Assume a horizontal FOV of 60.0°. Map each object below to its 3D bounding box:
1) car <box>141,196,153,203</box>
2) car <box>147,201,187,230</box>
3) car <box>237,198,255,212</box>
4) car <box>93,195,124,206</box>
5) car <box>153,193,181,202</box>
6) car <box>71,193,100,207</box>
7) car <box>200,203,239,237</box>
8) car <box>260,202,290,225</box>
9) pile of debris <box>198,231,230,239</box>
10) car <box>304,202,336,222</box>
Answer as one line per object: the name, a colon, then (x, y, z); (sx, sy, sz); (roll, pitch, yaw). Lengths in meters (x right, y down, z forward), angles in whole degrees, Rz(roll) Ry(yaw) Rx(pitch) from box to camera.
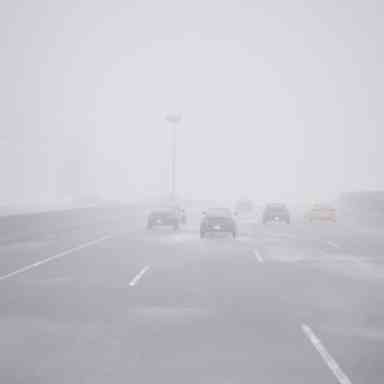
car: (-6.808, 1.512, 55.645); (1.837, 1.490, 4.892); (0, 0, 22)
car: (-1.528, 1.532, 21.373); (1.812, 1.442, 4.674); (0, 0, 9)
car: (6.401, 1.542, 39.929); (1.837, 1.490, 4.892); (0, 0, 17)
car: (-12.386, 1.590, 50.622); (1.895, 1.301, 4.718); (0, 0, 20)
car: (-3.671, 1.237, 54.093); (2.150, 2.045, 5.566); (0, 0, 22)
car: (-16.029, 1.200, 50.797); (2.150, 2.045, 5.566); (0, 0, 19)
car: (1.510, 1.534, 18.179); (1.812, 1.442, 4.674); (0, 0, 8)
car: (6.191, 1.534, 24.808); (1.837, 1.490, 4.892); (0, 0, 11)
pile of debris: (1.151, 2.187, 16.909); (1.500, 0.140, 1.860); (0, 0, 7)
car: (10.122, 1.519, 26.582); (1.882, 1.535, 5.008); (0, 0, 12)
